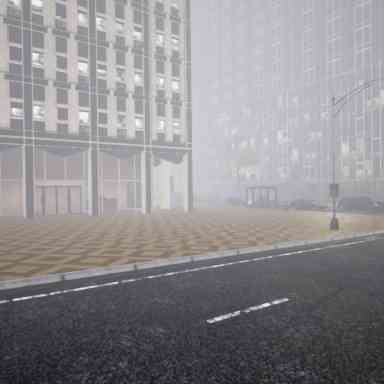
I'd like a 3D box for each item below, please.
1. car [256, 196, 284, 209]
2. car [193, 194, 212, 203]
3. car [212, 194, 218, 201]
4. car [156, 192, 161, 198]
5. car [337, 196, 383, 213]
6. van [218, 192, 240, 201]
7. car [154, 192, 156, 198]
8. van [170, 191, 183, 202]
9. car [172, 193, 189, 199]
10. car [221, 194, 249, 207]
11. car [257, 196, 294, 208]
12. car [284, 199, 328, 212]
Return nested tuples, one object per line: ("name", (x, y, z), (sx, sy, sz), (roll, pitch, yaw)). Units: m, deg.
("car", (9.592, 1.386, 41.269), (1.802, 1.307, 4.206), (-1, 1, -34))
("car", (1.028, 1.110, 58.685), (1.812, 1.442, 4.674), (-1, 1, -34))
("car", (3.804, 1.041, 64.833), (1.802, 1.307, 4.206), (-1, 1, -34))
("car", (-5.802, 0.613, 78.919), (2.192, 1.841, 5.009), (0, 1, -34))
("car", (17.528, 1.205, 34.404), (2.097, 1.767, 4.553), (-1, 1, -34))
("van", (7.004, 0.853, 60.134), (1.690, 1.788, 3.998), (-1, 1, -34))
("car", (-9.003, 0.684, 83.616), (1.967, 1.590, 4.097), (0, 1, -34))
("van", (-3.121, 0.936, 60.112), (1.690, 1.788, 3.998), (0, 1, -34))
("car", (-2.600, 0.934, 74.226), (1.802, 1.307, 4.206), (0, 1, -34))
("car", (6.439, 1.318, 45.997), (1.947, 1.339, 4.313), (-1, 1, -34))
("car", (10.949, 1.273, 44.061), (1.812, 1.442, 4.674), (-1, 1, -34))
("car", (12.779, 1.422, 36.561), (1.947, 1.339, 4.313), (-1, 1, -34))
